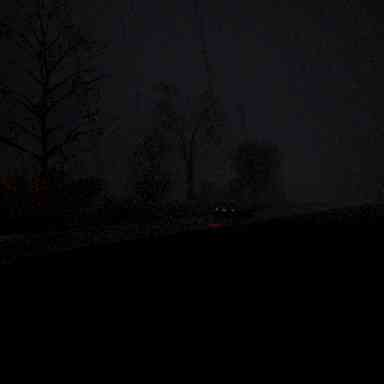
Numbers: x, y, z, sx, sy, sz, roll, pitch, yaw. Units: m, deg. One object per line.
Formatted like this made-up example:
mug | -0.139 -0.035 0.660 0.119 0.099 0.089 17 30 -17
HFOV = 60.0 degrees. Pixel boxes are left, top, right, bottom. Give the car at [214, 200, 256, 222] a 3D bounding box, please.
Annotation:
car | 3.874 1.555 29.010 2.097 1.767 4.553 1 0 36
